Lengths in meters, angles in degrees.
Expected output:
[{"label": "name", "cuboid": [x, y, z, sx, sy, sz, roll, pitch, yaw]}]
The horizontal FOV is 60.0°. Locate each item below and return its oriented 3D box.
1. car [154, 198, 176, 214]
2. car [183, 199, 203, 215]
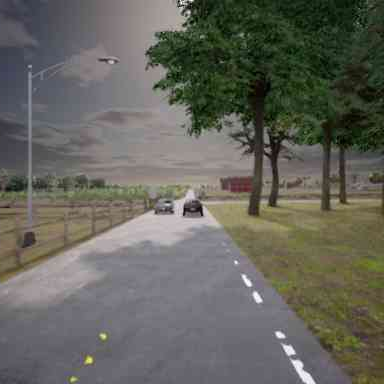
[{"label": "car", "cuboid": [-2.764, 1.437, 34.350, 1.837, 1.490, 4.892, 0, 0, 0]}, {"label": "car", "cuboid": [0.092, 1.405, 33.091, 1.882, 1.535, 5.008, 0, 0, 0]}]
